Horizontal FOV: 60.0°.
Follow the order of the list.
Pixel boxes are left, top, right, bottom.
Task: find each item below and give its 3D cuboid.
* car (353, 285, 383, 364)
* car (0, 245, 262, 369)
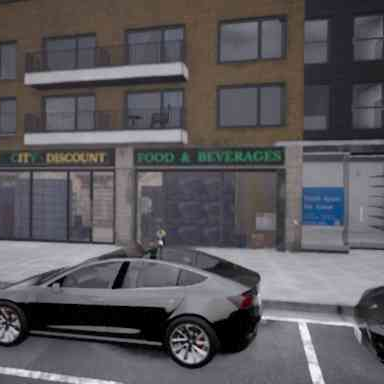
[{"bbox_3d":[4.392,1.563,4.074,4.313,1.339,1.947,0,1,12],"label":"car"},{"bbox_3d":[-1.064,1.553,5.272,4.313,1.339,1.947,0,1,12],"label":"car"}]
